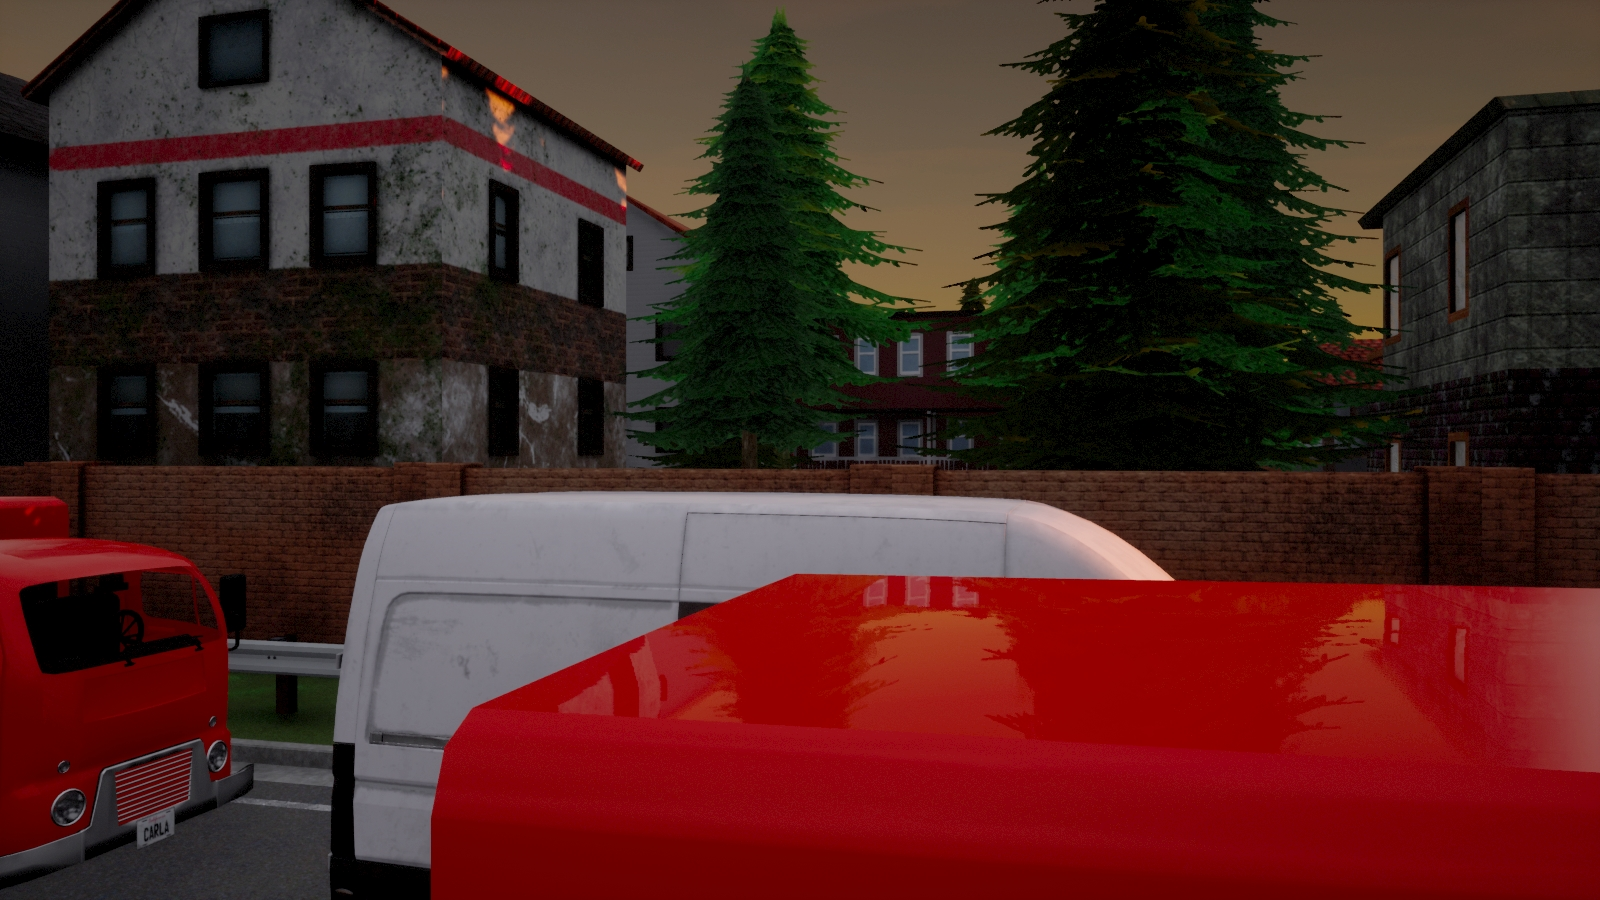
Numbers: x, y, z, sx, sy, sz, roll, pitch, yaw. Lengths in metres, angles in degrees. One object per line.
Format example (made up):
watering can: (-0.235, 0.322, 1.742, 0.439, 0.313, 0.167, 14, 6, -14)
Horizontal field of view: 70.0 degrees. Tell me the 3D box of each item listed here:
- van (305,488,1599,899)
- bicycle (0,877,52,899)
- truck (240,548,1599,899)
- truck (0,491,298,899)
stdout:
van: (0.608, 1.535, 6.000, 5.915, 2.561, 1.988, 0, 0, 15)
bicycle: (-3.101, 2.056, 3.494, 1.643, 1.496, 0.373, 0, 0, 16)
truck: (2.192, 1.568, 1.959, 5.204, 2.467, 2.627, 0, 0, 15)
truck: (-6.587, 1.568, 7.895, 5.204, 2.467, 2.627, 0, 0, 15)
